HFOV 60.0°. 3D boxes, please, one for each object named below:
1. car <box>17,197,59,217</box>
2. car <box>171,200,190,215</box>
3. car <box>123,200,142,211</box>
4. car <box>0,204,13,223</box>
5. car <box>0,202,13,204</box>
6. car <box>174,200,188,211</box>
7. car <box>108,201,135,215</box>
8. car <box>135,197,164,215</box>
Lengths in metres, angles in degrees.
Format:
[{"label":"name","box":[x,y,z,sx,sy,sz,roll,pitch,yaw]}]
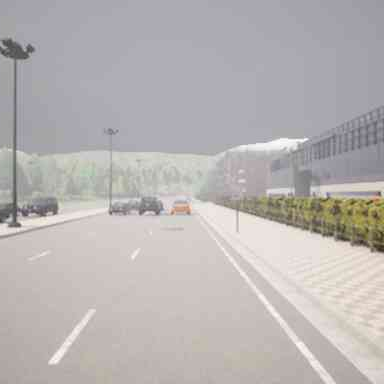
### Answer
[{"label":"car","box":[-16.279,1.553,35.940,2.150,2.045,5.566,0,-1,-2]},{"label":"car","box":[-1.304,1.701,38.880,2.097,1.767,4.553,0,-1,-2]},{"label":"car","box":[-8.606,1.988,48.687,2.033,1.411,5.357,0,-1,-2]},{"label":"car","box":[-15.972,1.838,25.449,1.895,1.301,4.718,0,-1,-2]},{"label":"car","box":[-19.750,1.828,34.772,1.837,1.490,4.892,0,-1,-1]},{"label":"car","box":[-1.610,1.944,48.929,1.837,1.490,4.892,0,-1,-2]},{"label":"car","box":[-8.292,1.896,38.392,2.033,1.411,5.357,0,-1,-2]},{"label":"car","box":[-4.782,1.565,38.115,2.150,2.045,5.566,0,-1,-2]}]
